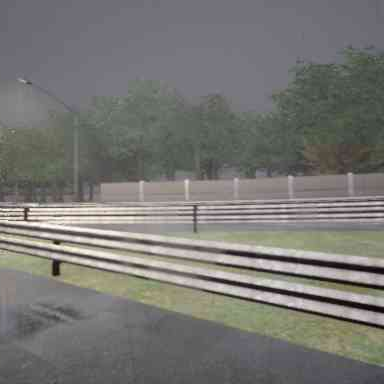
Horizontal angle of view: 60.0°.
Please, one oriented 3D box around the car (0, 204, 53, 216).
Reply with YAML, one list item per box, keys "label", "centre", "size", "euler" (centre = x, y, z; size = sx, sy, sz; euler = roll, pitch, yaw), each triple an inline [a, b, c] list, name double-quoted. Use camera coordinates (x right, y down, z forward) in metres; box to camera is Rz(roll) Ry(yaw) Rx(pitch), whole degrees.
- label: "car"
  centre: [-13.335, 1.663, 26.352]
  size: [4.674, 1.442, 1.812]
  euler: [0, -1, 13]
